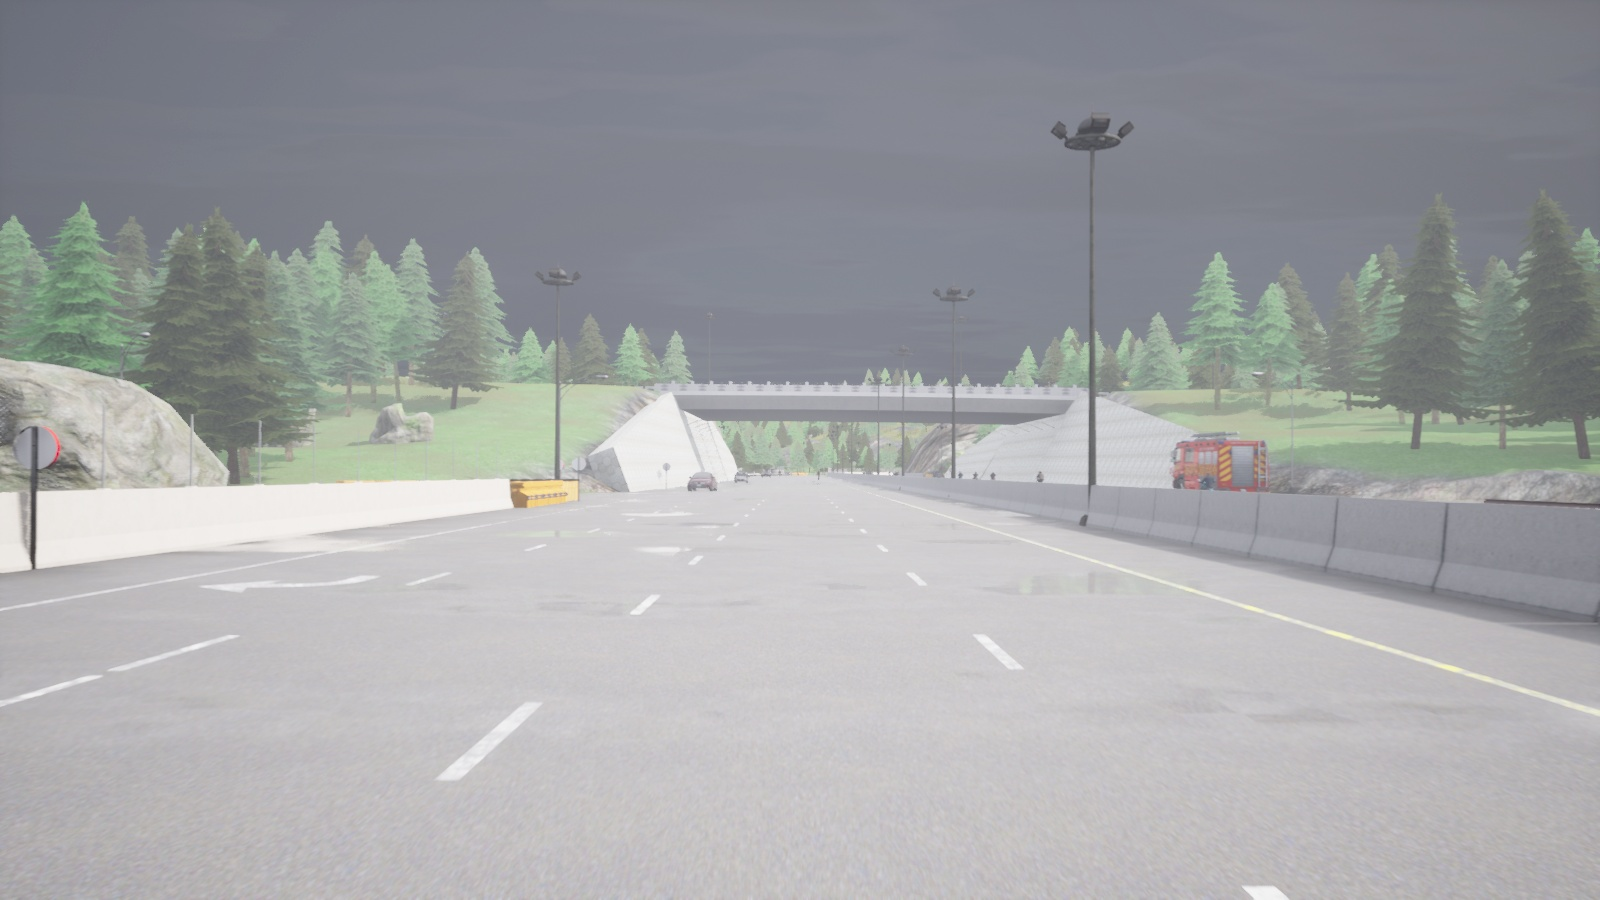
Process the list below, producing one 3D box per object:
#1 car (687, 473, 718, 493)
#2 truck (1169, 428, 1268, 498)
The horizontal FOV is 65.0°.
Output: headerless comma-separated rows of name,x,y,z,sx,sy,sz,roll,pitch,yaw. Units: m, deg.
car,-7.377,2.465,95.312,1.812,1.442,4.674,0,-1,3
truck,24.317,0.782,73.422,2.891,3.827,8.468,0,-1,0
